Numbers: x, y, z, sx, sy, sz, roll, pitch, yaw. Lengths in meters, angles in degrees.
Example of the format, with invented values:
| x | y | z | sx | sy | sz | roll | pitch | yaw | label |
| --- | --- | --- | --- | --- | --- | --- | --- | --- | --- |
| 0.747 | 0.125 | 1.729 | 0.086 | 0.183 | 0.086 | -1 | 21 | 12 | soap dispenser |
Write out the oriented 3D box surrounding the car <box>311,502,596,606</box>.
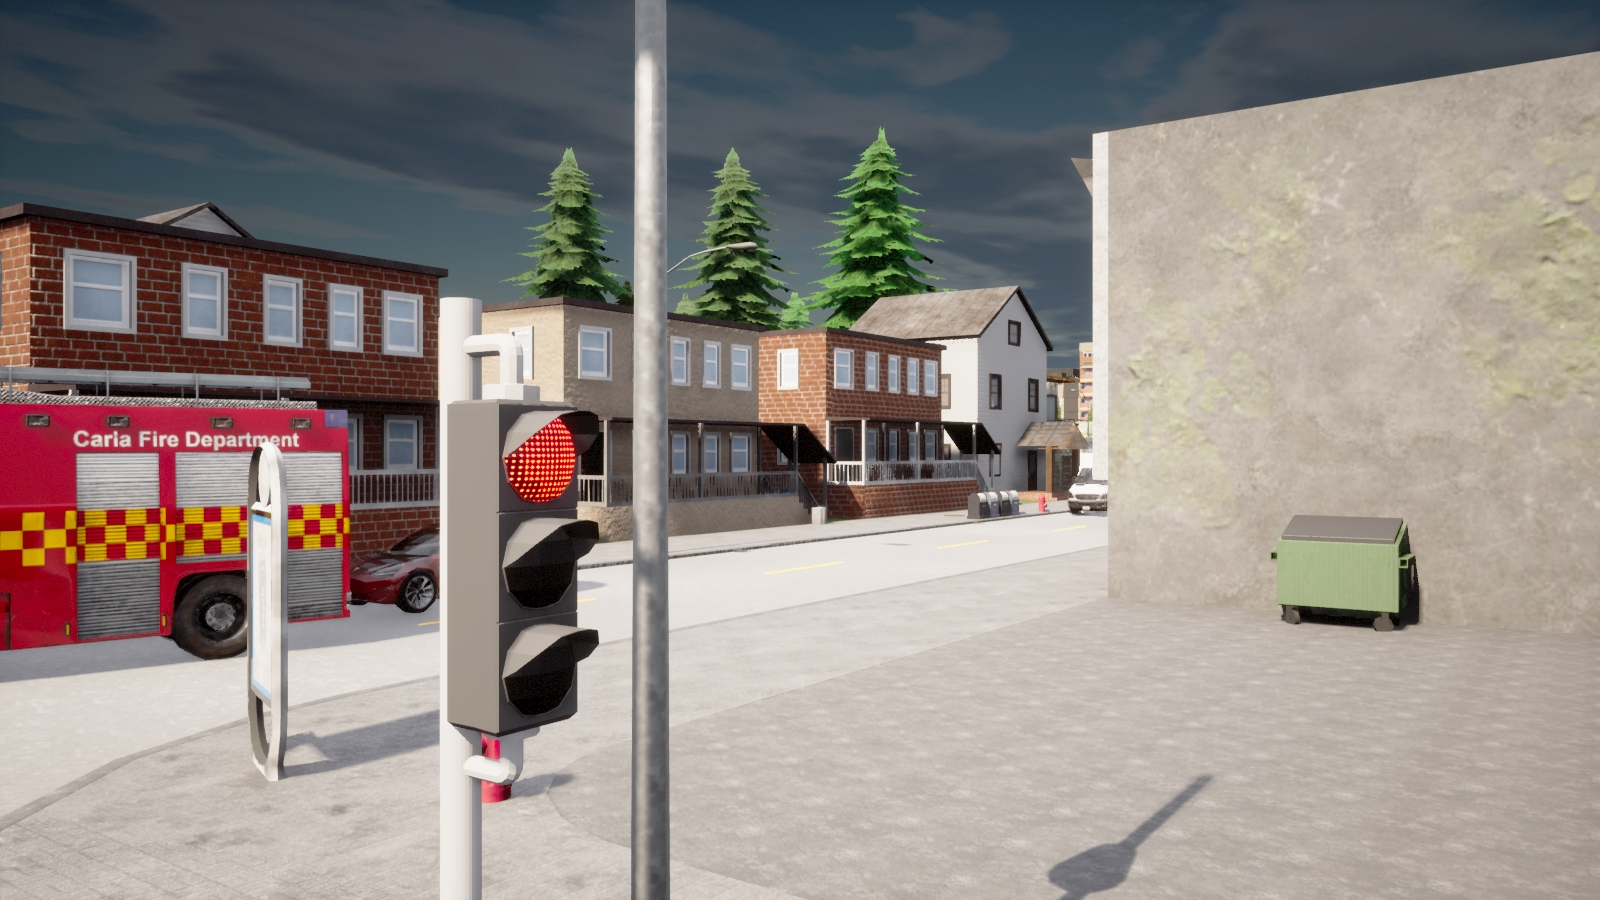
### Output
| x | y | z | sx | sy | sz | roll | pitch | yaw | label |
| --- | --- | --- | --- | --- | --- | --- | --- | --- | --- |
| -6.337 | 1.835 | 21.442 | 2.163 | 1.488 | 4.792 | 0 | 0 | 35 | car |

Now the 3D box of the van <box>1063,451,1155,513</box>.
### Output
| x | y | z | sx | sy | sz | roll | pitch | yaw | label |
| --- | --- | --- | --- | --- | --- | --- | --- | --- | --- |
| 13.544 | 1.307 | 49.793 | 1.988 | 2.561 | 5.915 | 0 | 0 | 35 | van |

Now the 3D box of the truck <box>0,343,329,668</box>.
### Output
| x | y | z | sx | sy | sz | roll | pitch | yaw | label |
| --- | --- | --- | --- | --- | --- | --- | --- | --- | --- |
| -10.737 | 0.661 | 14.278 | 8.468 | 3.827 | 2.891 | 0 | 0 | -41 | truck |
